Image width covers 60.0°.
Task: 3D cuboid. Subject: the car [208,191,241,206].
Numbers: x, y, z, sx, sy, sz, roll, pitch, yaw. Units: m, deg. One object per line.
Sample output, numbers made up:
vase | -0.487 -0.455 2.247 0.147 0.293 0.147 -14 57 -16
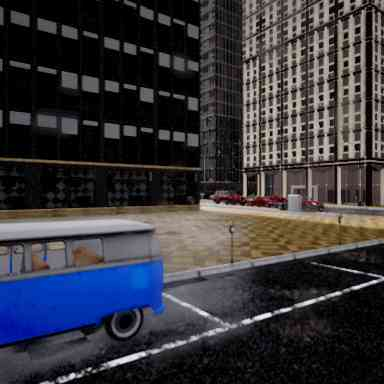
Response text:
car | 4.794 0.784 42.613 2.192 1.841 5.009 1 0 -36

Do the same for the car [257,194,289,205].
car | 11.565 1.053 47.541 1.802 1.307 4.206 1 0 -36

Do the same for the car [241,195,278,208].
car | 8.030 1.158 38.081 1.802 1.307 4.206 1 0 -36

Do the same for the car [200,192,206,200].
car | 1.830 0.715 61.146 1.947 1.339 4.313 1 0 -36

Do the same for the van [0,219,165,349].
van | -2.349 1.342 4.884 3.998 1.788 1.690 0 0 -35

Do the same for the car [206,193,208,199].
car | 4.978 0.779 56.750 1.752 1.417 4.829 1 0 -36

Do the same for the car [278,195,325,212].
car | 11.278 1.124 33.547 1.967 1.590 4.097 1 0 -36
